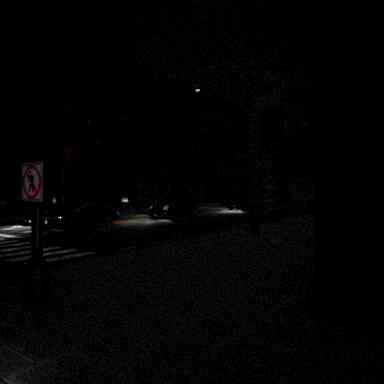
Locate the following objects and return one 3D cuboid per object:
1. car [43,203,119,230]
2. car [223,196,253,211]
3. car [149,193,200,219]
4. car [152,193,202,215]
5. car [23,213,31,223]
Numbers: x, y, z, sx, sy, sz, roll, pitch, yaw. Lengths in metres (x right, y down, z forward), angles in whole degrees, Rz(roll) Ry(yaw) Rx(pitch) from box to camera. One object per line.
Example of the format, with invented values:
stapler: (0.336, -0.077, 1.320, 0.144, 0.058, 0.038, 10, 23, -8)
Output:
car: (-6.858, 1.436, 20.862, 2.128, 1.511, 4.902, 0, 0, 35)
car: (5.866, 1.413, 38.834, 1.994, 1.385, 4.181, 0, 0, 35)
car: (-1.610, 1.258, 28.277, 2.097, 1.767, 4.553, 0, 0, 35)
car: (-1.394, 1.111, 34.210, 2.150, 2.045, 5.566, 0, 1, 35)
car: (-8.939, 1.494, 23.572, 2.033, 1.411, 5.357, 0, 0, 34)
